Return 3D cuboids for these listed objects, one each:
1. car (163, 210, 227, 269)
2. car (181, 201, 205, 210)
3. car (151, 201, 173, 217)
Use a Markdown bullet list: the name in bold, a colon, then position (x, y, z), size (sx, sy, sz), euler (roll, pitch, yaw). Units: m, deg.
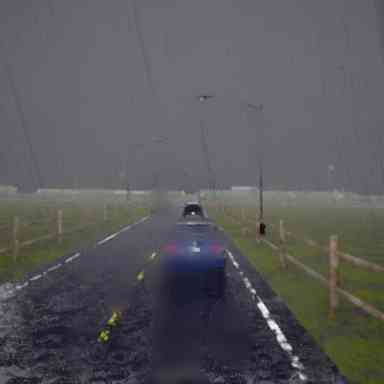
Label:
- **car**: position (0.086, 1.576, 11.228), size (2.033, 1.411, 5.357), euler (0, 0, 0)
- **car**: position (0.097, 1.587, 31.383), size (1.837, 1.490, 4.892), euler (0, 0, 0)
- **car**: position (-2.850, 1.632, 32.649), size (2.033, 1.411, 5.357), euler (0, 0, 0)
